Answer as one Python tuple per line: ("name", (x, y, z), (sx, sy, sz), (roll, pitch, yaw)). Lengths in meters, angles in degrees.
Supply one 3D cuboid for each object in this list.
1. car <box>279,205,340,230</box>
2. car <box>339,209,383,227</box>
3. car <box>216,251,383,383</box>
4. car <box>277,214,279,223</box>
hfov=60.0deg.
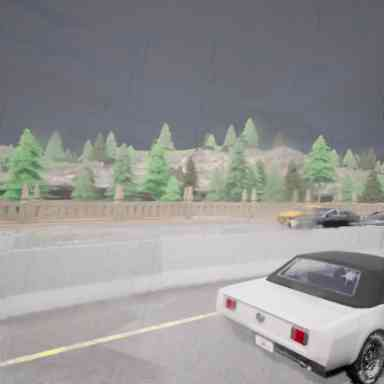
("car", (8.104, 1.707, 20.248), (4.902, 1.511, 2.128), (1, 0, -25))
("car", (10.399, 1.735, 17.458), (4.892, 1.490, 1.837), (1, -1, -24))
("car", (2.803, 1.660, 5.404), (4.718, 1.301, 1.895), (1, 0, -32))
("car", (8.592, 1.727, 24.298), (5.008, 1.535, 1.882), (1, -1, -23))
